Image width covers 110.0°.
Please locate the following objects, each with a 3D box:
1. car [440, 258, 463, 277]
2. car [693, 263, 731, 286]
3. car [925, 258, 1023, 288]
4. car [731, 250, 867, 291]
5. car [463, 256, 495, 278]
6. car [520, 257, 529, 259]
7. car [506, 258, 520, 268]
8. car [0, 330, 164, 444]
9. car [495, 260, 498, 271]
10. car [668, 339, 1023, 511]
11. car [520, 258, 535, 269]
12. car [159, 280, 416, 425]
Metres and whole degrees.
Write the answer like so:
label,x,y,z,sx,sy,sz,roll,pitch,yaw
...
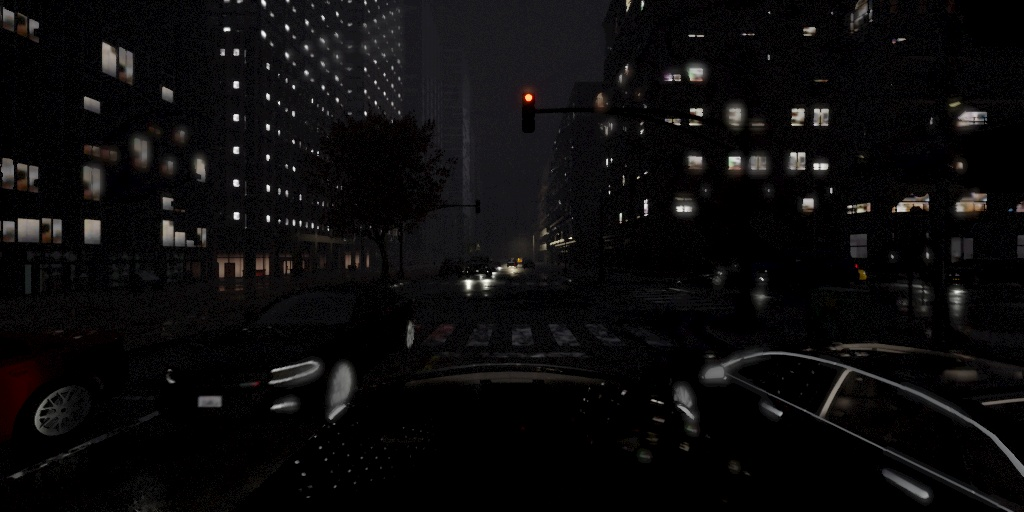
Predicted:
label,x,y,z,sx,sy,sz,roll,pitch,yaw
car,-5.676,1.079,34.984,2.192,1.841,5.009,0,0,0
car,13.444,1.095,22.003,4.403,1.370,2.007,0,0,-1
car,25.527,0.883,19.529,4.892,1.490,1.837,-1,0,-1
car,15.435,0.740,19.434,5.566,2.045,2.150,-1,0,-1
car,-3.084,0.986,34.609,2.150,2.045,5.566,0,0,0
car,2.719,1.316,62.763,1.751,1.417,4.829,0,0,0
car,0.029,1.284,64.303,2.128,1.511,4.902,0,0,0
car,-5.692,1.295,2.597,1.888,1.381,4.507,0,0,0
car,-3.077,1.299,45.949,1.812,1.442,4.674,0,0,0
car,2.689,1.300,2.592,2.007,1.370,4.403,0,0,0
car,2.717,1.349,57.071,1.948,1.339,4.313,0,0,0
car,-3.099,1.228,6.177,1.882,1.535,5.008,0,0,0
